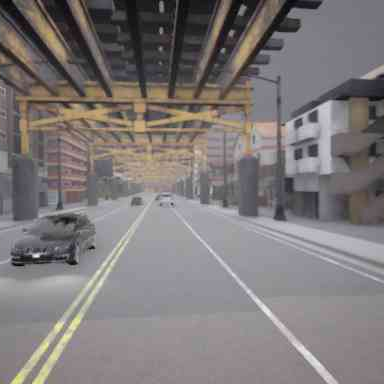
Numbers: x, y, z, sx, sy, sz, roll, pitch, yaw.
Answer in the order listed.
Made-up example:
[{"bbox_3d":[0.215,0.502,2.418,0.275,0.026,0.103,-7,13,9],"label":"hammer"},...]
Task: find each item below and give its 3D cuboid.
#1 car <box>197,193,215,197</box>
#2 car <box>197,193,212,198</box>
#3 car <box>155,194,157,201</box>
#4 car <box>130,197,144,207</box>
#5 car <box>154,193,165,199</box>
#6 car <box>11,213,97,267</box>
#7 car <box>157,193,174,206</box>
[{"bbox_3d":[3.993,0.792,93.522,4.536,1.218,1.853,-1,1,-26],"label":"car"},{"bbox_3d":[3.948,0.950,93.501,4.974,1.542,2.038,-1,1,-26],"label":"car"},{"bbox_3d":[-7.006,1.223,72.400,1.994,1.385,4.181,-1,1,-6],"label":"car"},{"bbox_3d":[-8.871,1.532,53.703,1.837,1.490,4.892,-1,1,-5],"label":"car"},{"bbox_3d":[-8.659,0.958,88.335,1.882,1.535,5.008,-1,1,-16],"label":"car"},{"bbox_3d":[-4.609,1.547,11.737,1.837,1.490,4.892,-1,0,-6],"label":"car"},{"bbox_3d":[-4.169,1.202,54.695,2.150,2.045,5.566,-1,0,-6],"label":"car"}]
